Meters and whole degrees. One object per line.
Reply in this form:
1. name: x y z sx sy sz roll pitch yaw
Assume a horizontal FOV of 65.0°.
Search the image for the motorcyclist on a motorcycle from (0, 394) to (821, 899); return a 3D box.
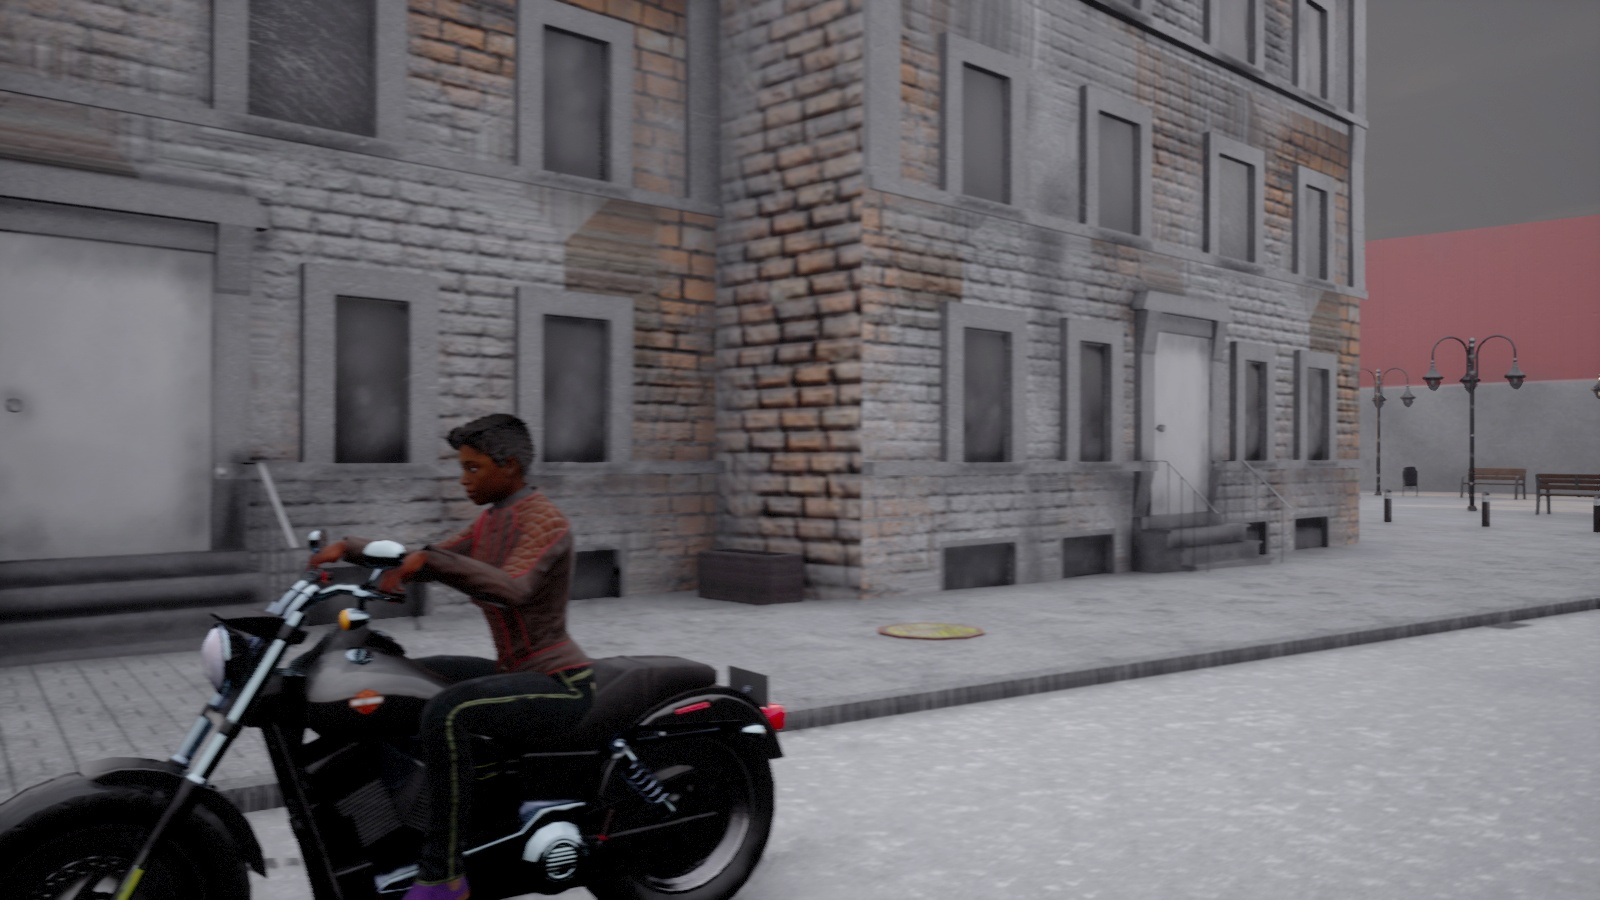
1. motorcyclist on a motorcycle: -1.122 0.706 3.487 2.350 1.649 0.766 0 0 -35
